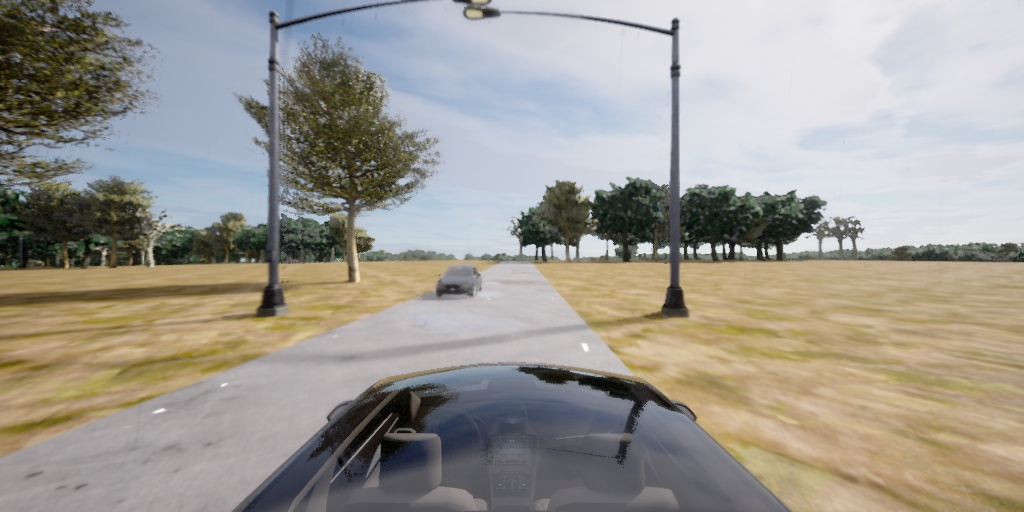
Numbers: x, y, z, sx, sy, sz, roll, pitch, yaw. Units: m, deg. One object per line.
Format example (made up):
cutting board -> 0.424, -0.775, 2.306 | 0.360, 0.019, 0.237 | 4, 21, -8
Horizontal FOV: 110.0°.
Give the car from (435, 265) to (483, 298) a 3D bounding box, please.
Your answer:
car -> -2.625, 1.244, 18.681 | 1.837, 1.490, 4.892 | 0, 1, 2
